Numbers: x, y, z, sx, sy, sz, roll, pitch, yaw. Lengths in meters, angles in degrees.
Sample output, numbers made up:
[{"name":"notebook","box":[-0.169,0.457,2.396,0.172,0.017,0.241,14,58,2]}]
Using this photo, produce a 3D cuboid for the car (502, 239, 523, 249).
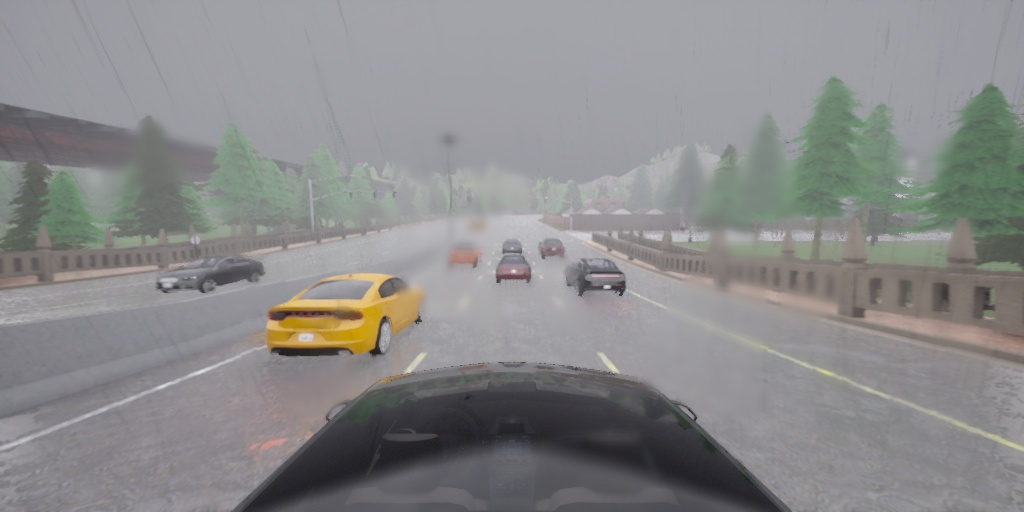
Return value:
[{"name":"car","box":[0.019,-0.990,35.036,1.994,1.385,4.181,0,7,0]}]

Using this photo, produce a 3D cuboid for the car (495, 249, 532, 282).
[{"name":"car","box":[0.090,0.596,20.414,1.994,1.385,4.181,0,4,0]}]

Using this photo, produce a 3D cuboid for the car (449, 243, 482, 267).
[{"name":"car","box":[-3.438,-0.238,27.158,2.097,1.767,4.553,0,6,0]}]

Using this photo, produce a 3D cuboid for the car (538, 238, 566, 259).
[{"name":"car","box":[3.535,-0.842,32.291,2.097,1.767,4.553,0,8,0]}]

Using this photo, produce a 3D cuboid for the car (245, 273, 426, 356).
[{"name":"car","box":[-3.402,1.132,8.402,1.882,1.535,5.008,0,1,0]}]

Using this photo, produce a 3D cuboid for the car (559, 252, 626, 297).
[{"name":"car","box":[3.597,0.825,15.981,2.128,1.511,4.902,0,3,0]}]

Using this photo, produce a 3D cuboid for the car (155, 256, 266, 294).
[{"name":"car","box":[-14.003,0.772,17.012,2.128,1.511,4.902,0,4,0]}]
